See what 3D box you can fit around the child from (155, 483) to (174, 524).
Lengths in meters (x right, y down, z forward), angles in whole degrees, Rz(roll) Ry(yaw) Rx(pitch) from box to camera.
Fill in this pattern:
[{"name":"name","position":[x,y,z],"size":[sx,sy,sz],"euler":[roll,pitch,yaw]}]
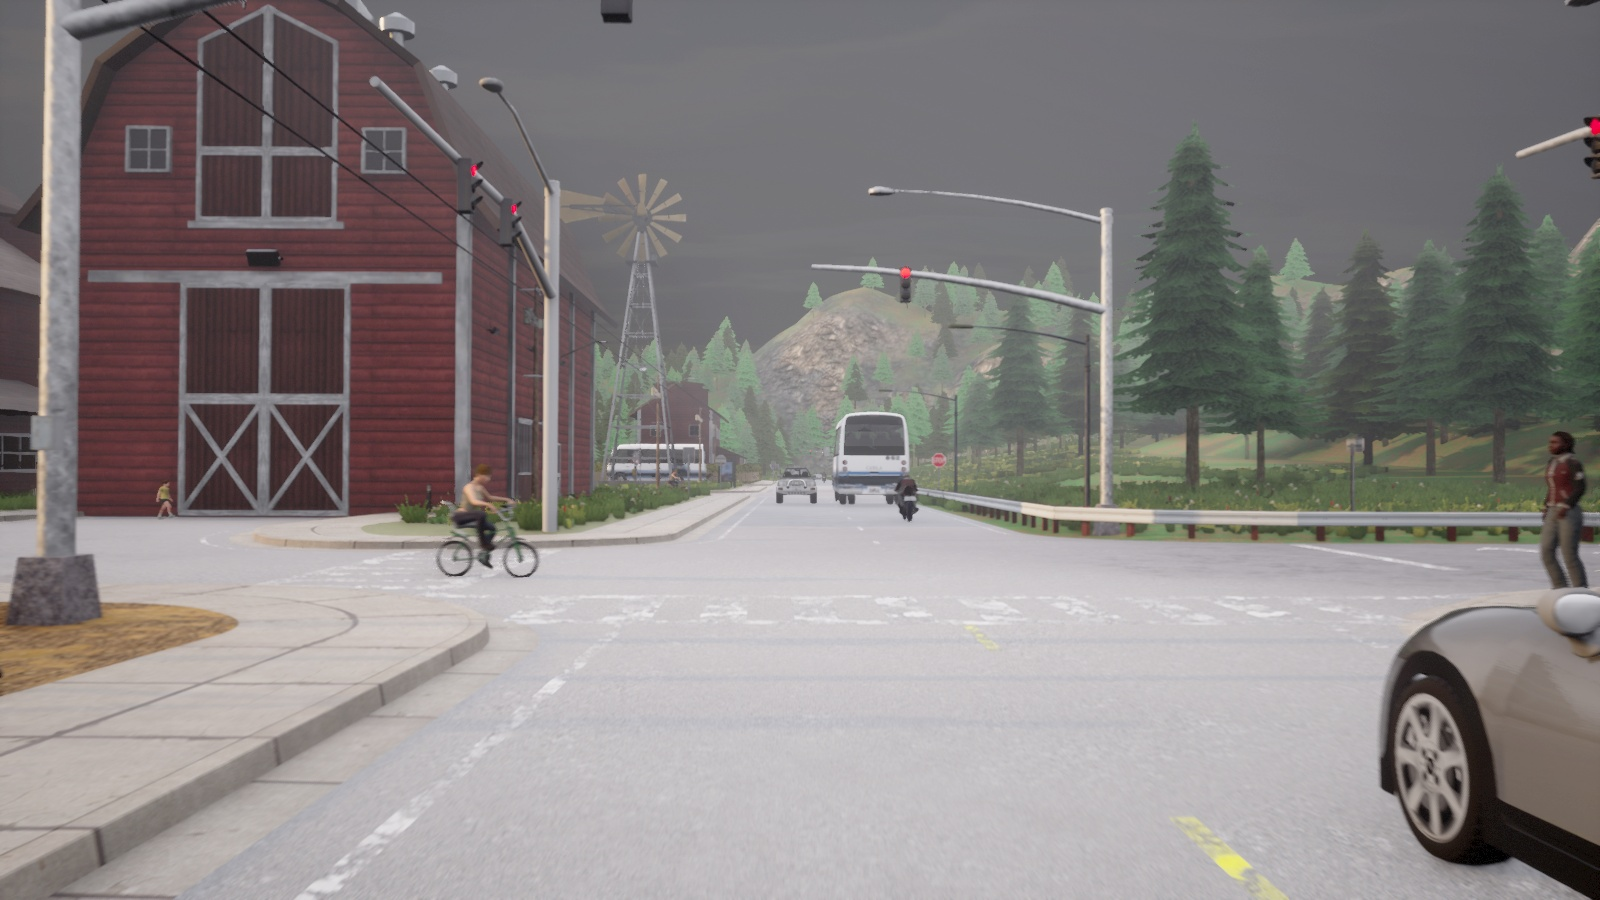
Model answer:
[{"name":"child","position":[-17.427,1.461,34.421],"size":[0.394,1.110,0.255],"euler":[0,-1,2]}]

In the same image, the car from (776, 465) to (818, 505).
[{"name":"car","position":[-0.147,1.642,60.467],"size":[1.932,1.855,4.605],"euler":[0,-1,0]}]

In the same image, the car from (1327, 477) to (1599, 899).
[{"name":"car","position":[3.490,0.833,4.018],"size":[1.970,1.475,3.806],"euler":[0,-1,0]}]

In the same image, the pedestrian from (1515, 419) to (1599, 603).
[{"name":"pedestrian","position":[8.104,0.645,13.430],"size":[0.666,1.930,0.402],"euler":[0,-1,-4]}]

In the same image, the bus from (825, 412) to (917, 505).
[{"name":"bus","position":[3.343,0.468,62.421],"size":[3.944,4.253,10.273],"euler":[0,-1,0]}]

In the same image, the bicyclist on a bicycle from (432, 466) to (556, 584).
[{"name":"bicyclist on a bicycle","position":[-4.343,1.044,17.893],"size":[1.509,1.612,0.866],"euler":[0,1,5]}]

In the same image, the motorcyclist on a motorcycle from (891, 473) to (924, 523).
[{"name":"motorcyclist on a motorcycle","position":[3.403,1.504,39.982],"size":[0.866,1.530,2.191],"euler":[0,-1,0]}]
